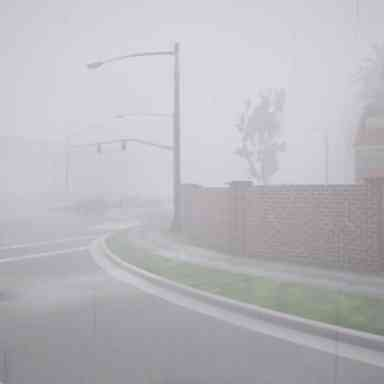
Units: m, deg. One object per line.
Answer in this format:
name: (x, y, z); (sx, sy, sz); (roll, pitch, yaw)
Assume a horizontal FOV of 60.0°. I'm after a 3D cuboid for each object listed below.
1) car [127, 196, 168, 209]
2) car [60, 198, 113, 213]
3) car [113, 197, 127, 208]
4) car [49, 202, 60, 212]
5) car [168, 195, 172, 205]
car: (-5.753, 1.377, 43.419); (1.812, 1.442, 4.674); (0, 0, 37)
car: (-11.331, 1.466, 36.033); (1.837, 1.490, 4.892); (0, 1, 36)
car: (-8.662, 1.371, 45.368); (1.837, 1.490, 4.892); (0, 1, 37)
car: (-14.061, 1.500, 38.221); (1.812, 1.442, 4.674); (0, 0, 37)
car: (-2.931, 1.195, 52.944); (1.882, 1.535, 5.008); (0, 1, 37)
